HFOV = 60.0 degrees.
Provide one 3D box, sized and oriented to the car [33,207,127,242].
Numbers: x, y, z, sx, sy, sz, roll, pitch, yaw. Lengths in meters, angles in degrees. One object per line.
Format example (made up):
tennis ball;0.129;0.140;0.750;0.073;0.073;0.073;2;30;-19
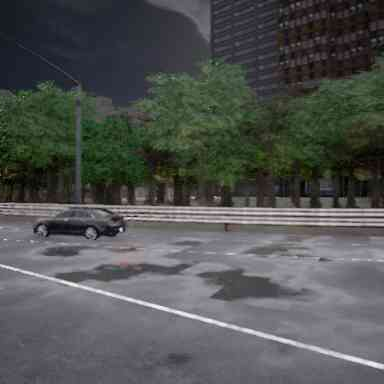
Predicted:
car;-5.586;1.522;16.486;4.892;1.490;1.837;0;0;21
